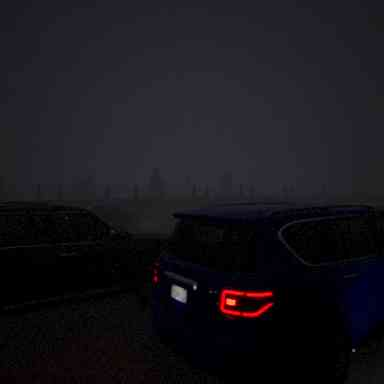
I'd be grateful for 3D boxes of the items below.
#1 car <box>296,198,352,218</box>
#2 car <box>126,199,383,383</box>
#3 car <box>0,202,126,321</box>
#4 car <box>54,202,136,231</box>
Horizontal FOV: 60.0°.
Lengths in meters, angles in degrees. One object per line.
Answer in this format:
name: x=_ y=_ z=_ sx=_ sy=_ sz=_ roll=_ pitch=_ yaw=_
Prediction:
car: x=11.197 y=1.325 z=28.160 sx=4.674 sy=1.442 sz=1.812 roll=-1 pitch=0 yaw=-29
car: x=2.039 y=1.185 z=5.201 sx=5.566 sy=2.045 sz=2.150 roll=-1 pitch=0 yaw=-36
car: x=-2.675 y=1.211 z=6.138 sx=5.566 sy=2.045 sz=2.150 roll=-1 pitch=0 yaw=-36
car: x=-6.069 y=1.469 z=21.117 sx=4.674 sy=1.442 sz=1.812 roll=-1 pitch=0 yaw=-35
